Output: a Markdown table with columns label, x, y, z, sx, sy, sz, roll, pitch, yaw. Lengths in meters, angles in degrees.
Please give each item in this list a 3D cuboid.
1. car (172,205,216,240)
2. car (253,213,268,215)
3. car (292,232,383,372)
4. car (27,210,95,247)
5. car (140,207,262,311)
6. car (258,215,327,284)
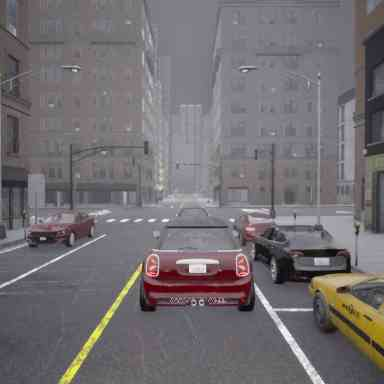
| label | x | y | z | sx | sy | sz | roll | pitch | yaw |
| --- | --- | --- | --- | --- | --- | --- | --- | --- | --- |
| car | 0.068 | 1.542 | 18.131 | 2.033 | 1.411 | 5.357 | 0 | 0 | 0 |
| car | 2.842 | 1.577 | 14.974 | 1.802 | 1.307 | 4.206 | -1 | 0 | 0 |
| car | 2.859 | 1.524 | 3.972 | 1.752 | 1.417 | 4.829 | -1 | 0 | 0 |
| car | -5.704 | 1.540 | 14.957 | 1.887 | 1.381 | 4.507 | -1 | 0 | 0 |
| car | 0.088 | 1.350 | 7.893 | 2.097 | 1.767 | 4.553 | 0 | 0 | 0 |
| car | 2.851 | 1.563 | 9.388 | 1.947 | 1.339 | 4.313 | -1 | 0 | 0 |
